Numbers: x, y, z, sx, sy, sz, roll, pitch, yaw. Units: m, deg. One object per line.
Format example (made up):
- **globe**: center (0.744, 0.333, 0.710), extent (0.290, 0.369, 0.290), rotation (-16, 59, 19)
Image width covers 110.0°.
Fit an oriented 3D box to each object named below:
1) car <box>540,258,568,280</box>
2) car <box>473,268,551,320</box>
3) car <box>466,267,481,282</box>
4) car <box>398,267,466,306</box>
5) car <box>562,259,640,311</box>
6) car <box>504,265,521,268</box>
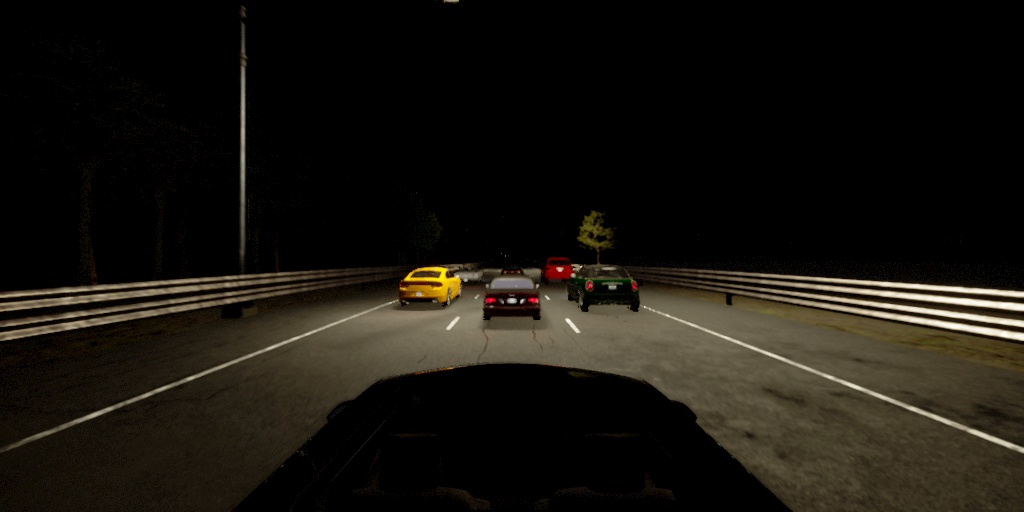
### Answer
- **car**: center (3.519, 1.179, 28.691), extent (2.150, 2.045, 5.566), rotation (0, -1, 1)
- **car**: center (0.016, 1.315, 12.581), extent (2.033, 1.411, 5.357), rotation (0, 0, 0)
- **car**: center (-3.475, 1.565, 29.218), extent (1.895, 1.301, 4.718), rotation (0, -1, 1)
- **car**: center (-3.455, 1.262, 15.832), extent (1.882, 1.535, 5.008), rotation (0, 0, 0)
- **car**: center (3.539, 1.129, 14.687), extent (2.097, 1.767, 4.553), rotation (0, 0, 0)
- **car**: center (0.031, 1.467, 29.825), extent (2.128, 1.511, 4.902), rotation (0, -1, 1)
